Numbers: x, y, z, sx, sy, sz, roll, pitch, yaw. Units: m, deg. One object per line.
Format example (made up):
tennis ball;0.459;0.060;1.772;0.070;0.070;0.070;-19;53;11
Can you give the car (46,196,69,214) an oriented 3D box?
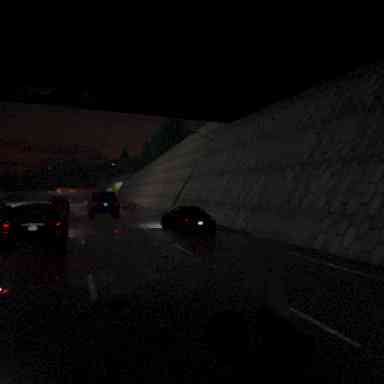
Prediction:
car;-12.860;1.170;32.080;1.882;1.535;5.008;0;0;-20

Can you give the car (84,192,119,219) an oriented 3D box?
car;-7.214;0.993;26.745;2.150;2.045;5.566;0;0;-20

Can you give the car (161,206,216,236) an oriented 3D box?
car;-0.291;1.450;17.835;1.994;1.385;4.181;0;0;-20

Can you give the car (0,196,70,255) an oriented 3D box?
car;-6.025;1.220;13.096;2.097;1.767;4.553;0;0;-20
